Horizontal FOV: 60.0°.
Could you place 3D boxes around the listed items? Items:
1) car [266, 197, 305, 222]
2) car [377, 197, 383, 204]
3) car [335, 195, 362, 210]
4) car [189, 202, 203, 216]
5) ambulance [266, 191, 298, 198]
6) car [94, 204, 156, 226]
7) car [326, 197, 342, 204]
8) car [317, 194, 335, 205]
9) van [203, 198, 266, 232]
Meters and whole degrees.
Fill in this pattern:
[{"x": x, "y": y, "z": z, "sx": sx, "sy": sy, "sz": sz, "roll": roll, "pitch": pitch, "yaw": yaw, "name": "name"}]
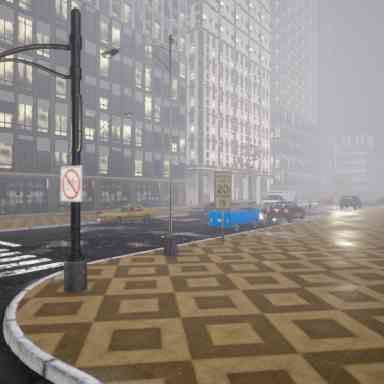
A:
[{"x": 7.649, "y": 1.472, "z": 26.855, "sx": 1.967, "sy": 1.590, "sz": 4.097, "roll": 0, "pitch": 0, "yaw": 38, "name": "car"}, {"x": 38.250, "y": 1.658, "z": 66.489, "sx": 1.947, "sy": 1.339, "sz": 4.313, "roll": 0, "pitch": 0, "yaw": 38, "name": "car"}, {"x": 21.250, "y": 1.369, "z": 44.471, "sx": 2.192, "sy": 1.841, "sz": 5.009, "roll": 0, "pitch": 0, "yaw": 38, "name": "car"}, {"x": 1.412, "y": 1.604, "z": 31.672, "sx": 1.802, "sy": 1.307, "sz": 4.206, "roll": 0, "pitch": 0, "yaw": 38, "name": "car"}, {"x": 10.284, "y": 1.063, "z": 38.963, "sx": 2.351, "sy": 2.431, "sz": 6.366, "roll": 0, "pitch": 0, "yaw": 38, "name": "ambulance"}, {"x": -4.708, "y": 1.540, "z": 23.958, "sx": 1.752, "sy": 1.417, "sz": 4.829, "roll": 0, "pitch": 0, "yaw": 38, "name": "car"}, {"x": 28.614, "y": 1.625, "z": 66.902, "sx": 2.008, "sy": 1.369, "sz": 4.403, "roll": 0, "pitch": 0, "yaw": 38, "name": "car"}, {"x": 25.214, "y": 1.381, "z": 62.499, "sx": 2.192, "sy": 1.841, "sz": 5.009, "roll": 0, "pitch": 0, "yaw": 38, "name": "car"}, {"x": 2.676, "y": 1.368, "z": 20.234, "sx": 1.690, "sy": 1.788, "sz": 3.998, "roll": 0, "pitch": 0, "yaw": 38, "name": "van"}]
